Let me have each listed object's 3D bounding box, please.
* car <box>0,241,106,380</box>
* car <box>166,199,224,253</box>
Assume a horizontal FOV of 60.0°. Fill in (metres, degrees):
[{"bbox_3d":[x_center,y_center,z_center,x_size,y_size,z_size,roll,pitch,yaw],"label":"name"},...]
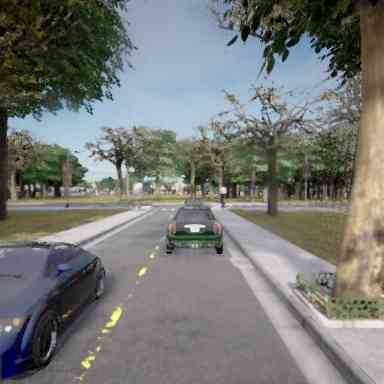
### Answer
[{"bbox_3d":[-2.852,1.557,5.545,1.994,1.385,4.181,0,0,0],"label":"car"},{"bbox_3d":[0.100,1.337,13.781,2.097,1.767,4.553,0,0,0],"label":"car"}]
